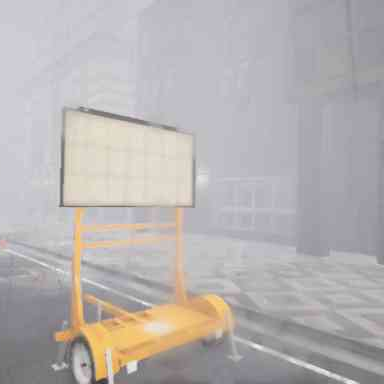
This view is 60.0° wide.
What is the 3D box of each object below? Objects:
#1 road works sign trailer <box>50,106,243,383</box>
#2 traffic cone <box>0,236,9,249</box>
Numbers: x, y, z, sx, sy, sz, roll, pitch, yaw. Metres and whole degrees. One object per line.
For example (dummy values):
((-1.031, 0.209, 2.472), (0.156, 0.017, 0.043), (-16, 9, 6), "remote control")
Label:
((-1.003, 0.643, 5.243), (2.380, 3.560, 2.880), (3, -3, -43), "road works sign trailer")
((-8.850, 2.380, 15.647), (0.340, 0.580, 0.340), (3, -3, -44), "traffic cone")
